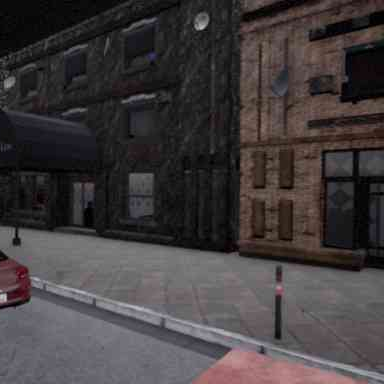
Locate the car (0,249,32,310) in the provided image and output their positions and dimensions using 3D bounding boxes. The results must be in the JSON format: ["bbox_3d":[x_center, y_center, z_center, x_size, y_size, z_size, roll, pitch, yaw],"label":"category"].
[{"bbox_3d":[-5.265,1.711,7.150,4.674,1.442,1.812,0,0,35],"label":"car"}]
